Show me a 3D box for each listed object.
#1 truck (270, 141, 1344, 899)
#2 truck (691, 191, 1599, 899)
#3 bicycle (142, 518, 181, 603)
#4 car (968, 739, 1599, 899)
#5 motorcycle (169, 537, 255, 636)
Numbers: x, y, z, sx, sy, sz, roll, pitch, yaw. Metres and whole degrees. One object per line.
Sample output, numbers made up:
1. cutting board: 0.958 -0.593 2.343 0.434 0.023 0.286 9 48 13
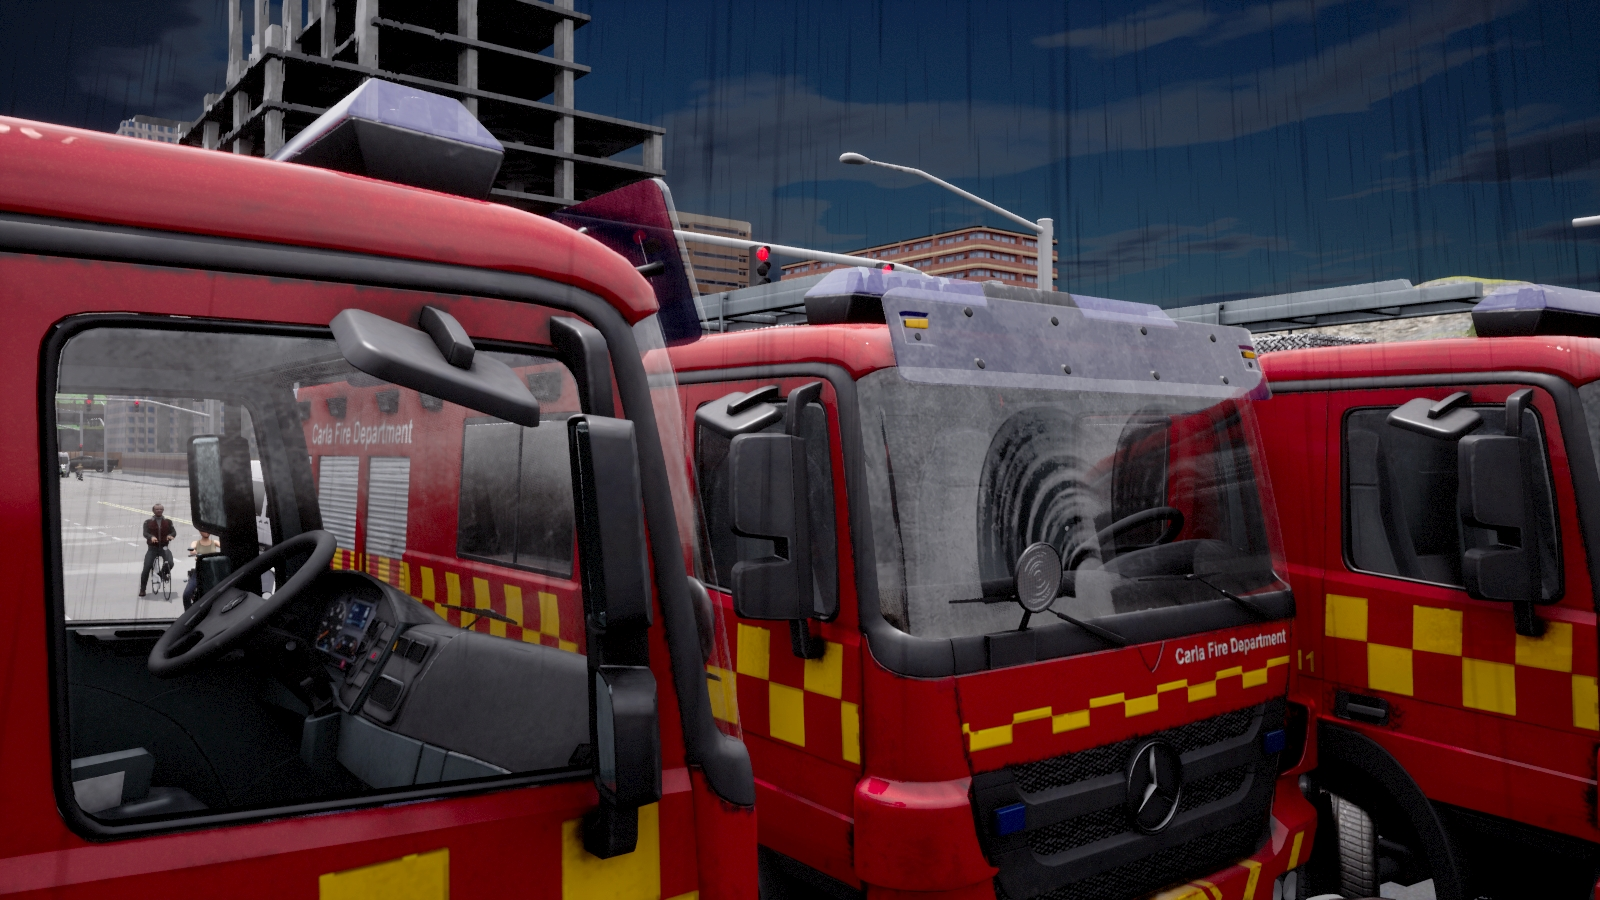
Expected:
1. truck: -1.099 0.890 8.003 2.891 3.827 8.468 0 0 -38
2. truck: 2.348 0.890 8.605 2.891 3.827 8.468 0 0 -31
3. bicycle: -12.095 2.060 21.614 0.329 1.471 1.835 0 0 -39
4. car: 2.437 2.065 3.109 1.970 1.475 3.806 0 0 -30
5. motorcycle: -9.533 2.155 18.464 0.764 1.307 2.356 0 0 -39
